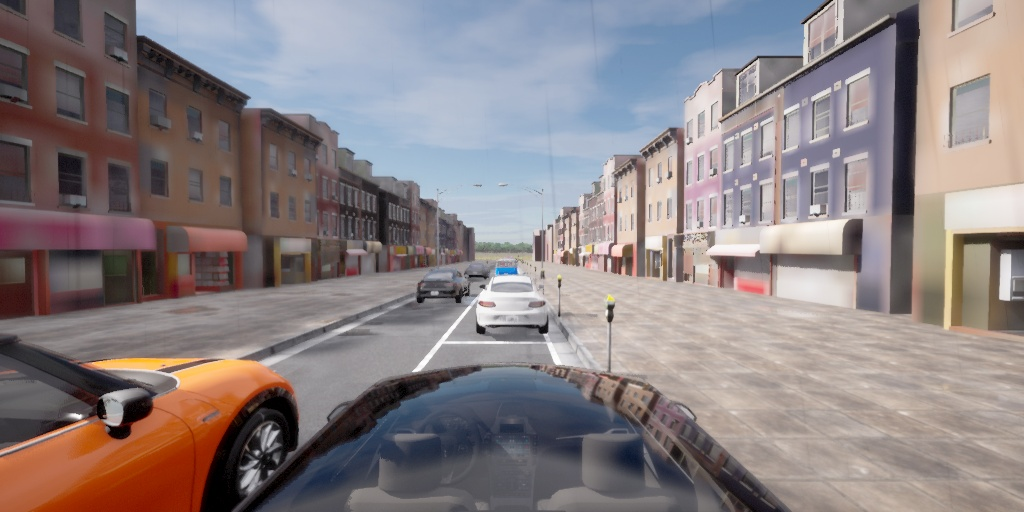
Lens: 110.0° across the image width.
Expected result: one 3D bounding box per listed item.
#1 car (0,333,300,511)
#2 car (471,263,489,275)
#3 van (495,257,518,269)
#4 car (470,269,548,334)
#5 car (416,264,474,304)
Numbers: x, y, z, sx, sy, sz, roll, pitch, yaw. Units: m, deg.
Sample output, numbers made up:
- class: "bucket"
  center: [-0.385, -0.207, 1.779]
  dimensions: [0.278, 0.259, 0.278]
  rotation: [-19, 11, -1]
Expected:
- class: "car"
  center: [-3.020, 1.101, 1.468]
  dimensions: [2.097, 1.767, 4.553]
  rotation: [0, 0, 0]
- class: "car"
  center: [-3.020, 1.312, 31.297]
  dimensions: [1.994, 1.385, 4.181]
  rotation: [0, 0, 0]
- class: "van"
  center: [-0.384, 1.081, 27.392]
  dimensions: [1.690, 1.789, 3.998]
  rotation: [0, 0, 0]
- class: "car"
  center: [0.003, 1.272, 10.502]
  dimensions: [1.812, 1.442, 4.674]
  rotation: [0, 0, 0]
- class: "car"
  center: [-3.020, 1.278, 16.293]
  dimensions: [1.812, 1.442, 4.674]
  rotation: [0, 0, 0]
